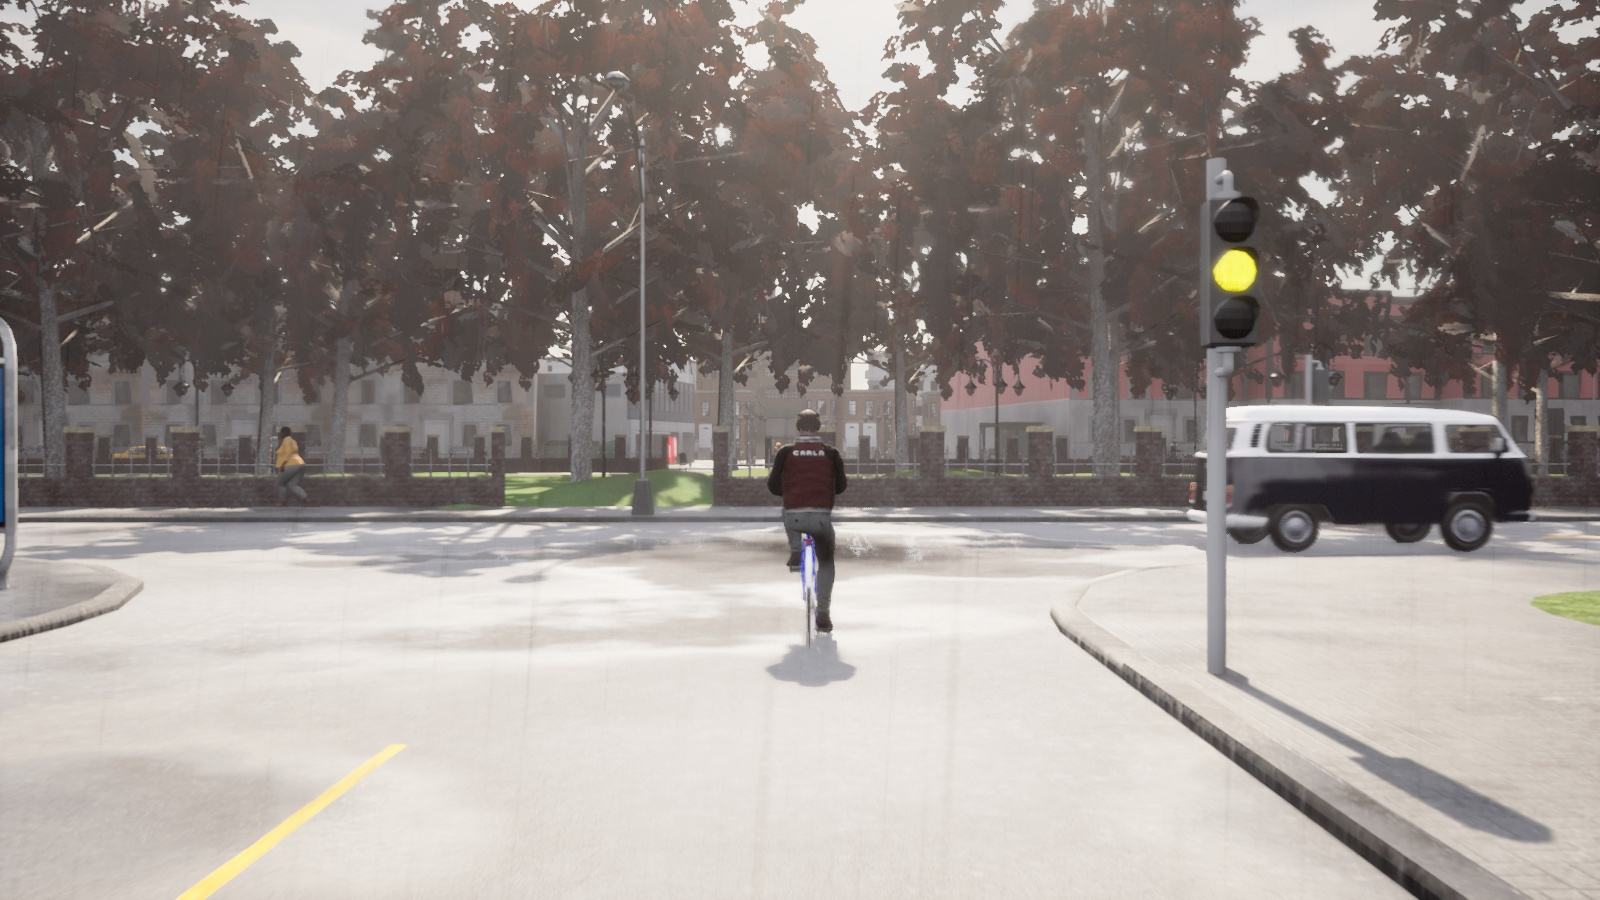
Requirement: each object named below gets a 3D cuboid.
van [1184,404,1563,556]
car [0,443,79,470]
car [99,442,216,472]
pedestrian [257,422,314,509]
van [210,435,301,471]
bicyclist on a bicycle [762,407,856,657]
[{"bbox_3d":[8.065,0.399,17.966,4.480,2.038,2.069,0,0,-3],"label":"van"},{"bbox_3d":[-44.088,0.360,71.490,4.902,1.511,2.128,0,0,0],"label":"car"},{"bbox_3d":[-34.486,0.368,67.458,5.366,1.575,1.801,0,0,0],"label":"car"},{"bbox_3d":[-11.231,0.329,27.434,0.900,1.855,0.874,0,0,0],"label":"pedestrian"},{"bbox_3d":[-30.947,0.167,71.446,4.442,1.987,1.775,0,0,0],"label":"van"},{"bbox_3d":[0.066,0.575,9.817,0.659,1.776,1.843,0,0,0],"label":"bicyclist on a bicycle"}]
